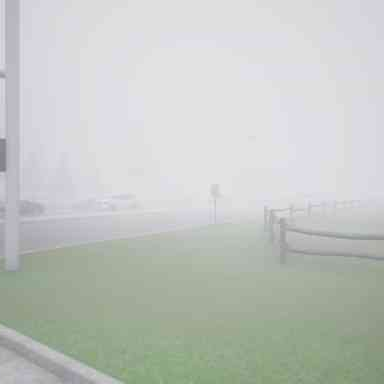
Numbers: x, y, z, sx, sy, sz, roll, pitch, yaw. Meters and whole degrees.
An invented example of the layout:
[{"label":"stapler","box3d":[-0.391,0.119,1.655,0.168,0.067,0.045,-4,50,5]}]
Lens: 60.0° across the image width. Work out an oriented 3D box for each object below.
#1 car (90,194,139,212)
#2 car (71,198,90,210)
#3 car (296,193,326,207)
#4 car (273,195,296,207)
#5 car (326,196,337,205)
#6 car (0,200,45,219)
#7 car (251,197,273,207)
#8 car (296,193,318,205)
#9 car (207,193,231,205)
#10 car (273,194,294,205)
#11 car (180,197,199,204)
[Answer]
[{"label":"car","box3d":[-8.624,1.223,38.843,2.150,2.045,5.566,0,0,35]},{"label":"car","box3d":[-13.303,1.548,44.374,2.033,1.411,5.357,0,0,35]},{"label":"car","box3d":[18.072,1.221,50.434,2.150,2.045,5.566,0,0,36]},{"label":"car","box3d":[14.935,1.352,52.057,2.097,1.767,4.553,0,0,36]},{"label":"car","box3d":[24.387,1.526,59.105,1.812,1.442,4.674,0,0,36]},{"label":"car","box3d":[-15.426,1.492,29.059,2.128,1.511,4.902,0,0,35]},{"label":"car","box3d":[11.246,1.547,53.001,2.033,1.411,5.357,0,0,36]},{"label":"car","box3d":[20.796,1.221,60.123,2.150,2.045,5.566,0,0,37]},{"label":"car","box3d":[4.805,1.223,57.927,2.150,2.045,5.566,0,0,36]},{"label":"car","box3d":[16.765,1.352,60.719,2.097,1.767,4.553,0,0,36]},{"label":"car","box3d":[-0.419,1.564,62.637,1.994,1.385,4.181,0,0,36]}]
